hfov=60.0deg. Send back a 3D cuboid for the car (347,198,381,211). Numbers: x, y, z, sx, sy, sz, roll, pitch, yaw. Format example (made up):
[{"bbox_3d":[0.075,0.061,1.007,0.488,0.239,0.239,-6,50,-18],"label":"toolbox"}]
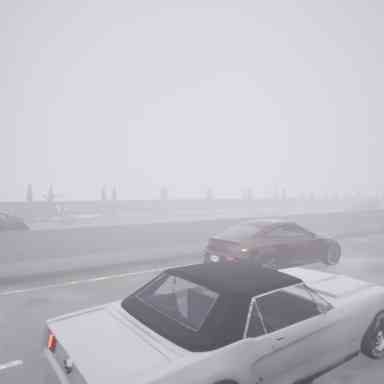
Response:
[{"bbox_3d":[20.472,1.506,39.451,4.892,1.490,1.837,0,0,-34],"label":"car"}]

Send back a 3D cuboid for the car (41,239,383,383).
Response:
[{"bbox_3d":[0.767,1.601,4.295,4.718,1.301,1.895,0,0,-36],"label":"car"}]

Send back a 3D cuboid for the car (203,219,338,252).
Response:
[{"bbox_3d":[2.456,1.526,9.800,4.674,1.442,1.812,0,0,-36],"label":"car"}]

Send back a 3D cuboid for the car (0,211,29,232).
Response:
[{"bbox_3d":[-9.725,1.504,14.251,4.892,1.490,1.837,0,0,-35],"label":"car"}]
